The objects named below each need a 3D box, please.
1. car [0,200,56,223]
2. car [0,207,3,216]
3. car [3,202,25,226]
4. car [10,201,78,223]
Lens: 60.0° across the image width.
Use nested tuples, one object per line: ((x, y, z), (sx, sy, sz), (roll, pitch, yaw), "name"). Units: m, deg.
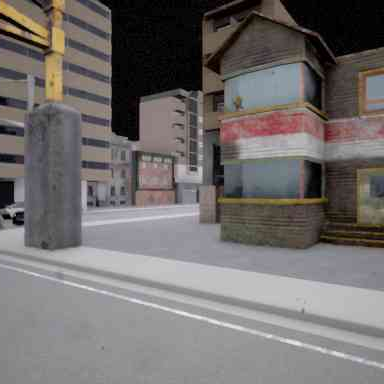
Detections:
((-13.287, 1.445, 25.671), (4.974, 1.542, 2.038), (0, 0, -30), "car")
((-13.242, 1.287, 25.697), (4.536, 1.218, 1.853), (0, 0, -30), "car")
((-10.085, 1.446, 22.997), (2.038, 1.542, 4.974), (0, 0, 15), "car")
((-10.071, 1.289, 23.047), (1.853, 1.218, 4.536), (0, 0, 15), "car")
